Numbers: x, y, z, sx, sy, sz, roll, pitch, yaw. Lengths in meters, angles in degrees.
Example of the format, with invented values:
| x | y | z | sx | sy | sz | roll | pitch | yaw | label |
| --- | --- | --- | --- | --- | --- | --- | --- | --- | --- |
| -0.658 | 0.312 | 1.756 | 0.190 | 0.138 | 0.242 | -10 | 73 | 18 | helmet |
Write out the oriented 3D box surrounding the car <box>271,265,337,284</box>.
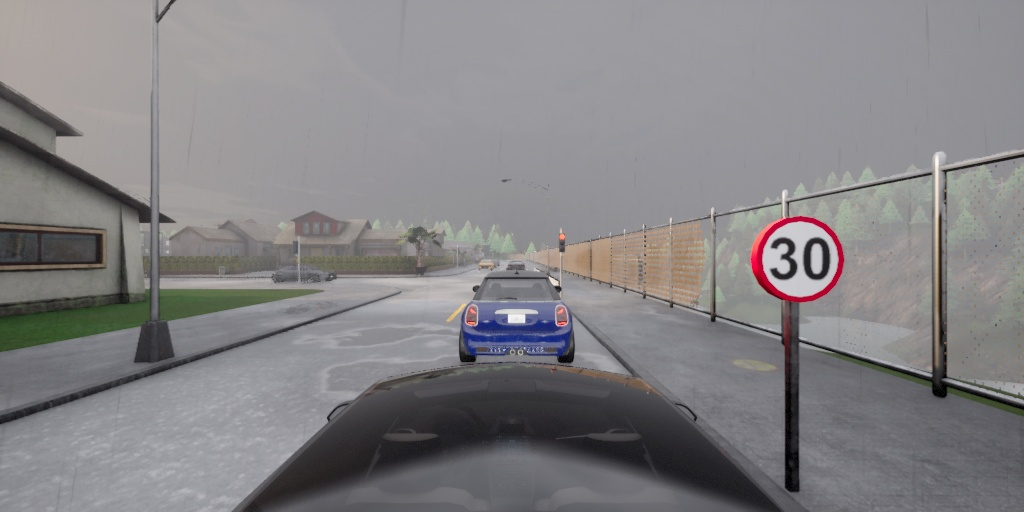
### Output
| x | y | z | sx | sy | sz | roll | pitch | yaw | label |
| --- | --- | --- | --- | --- | --- | --- | --- | --- | --- |
| -15.351 | 1.326 | 26.596 | 4.181 | 1.385 | 1.994 | 0 | 0 | 1 | car |

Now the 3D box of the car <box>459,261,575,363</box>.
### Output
| x | y | z | sx | sy | sz | roll | pitch | yaw | label |
| --- | --- | --- | --- | --- | --- | --- | --- | --- | --- |
| 0.115 | 1.106 | 8.333 | 2.097 | 1.767 | 4.553 | 0 | 0 | 1 | car |

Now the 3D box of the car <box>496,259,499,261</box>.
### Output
| x | y | z | sx | sy | sz | roll | pitch | yaw | label |
| --- | --- | --- | --- | --- | --- | --- | --- | --- | --- |
| -3.560 | 1.286 | 60.651 | 1.837 | 1.490 | 4.892 | 0 | 0 | 1 | car |

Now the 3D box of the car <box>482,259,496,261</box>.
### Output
| x | y | z | sx | sy | sz | roll | pitch | yaw | label |
| --- | --- | --- | --- | --- | --- | --- | --- | --- | --- |
| -3.663 | 1.254 | 51.201 | 1.882 | 1.535 | 5.008 | 0 | 0 | 1 | car |

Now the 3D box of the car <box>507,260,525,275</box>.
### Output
| x | y | z | sx | sy | sz | roll | pitch | yaw | label |
| --- | --- | --- | --- | --- | --- | --- | --- | --- | --- |
| 0.475 | 1.248 | 40.142 | 1.882 | 1.535 | 5.008 | 0 | 0 | 1 | car |
